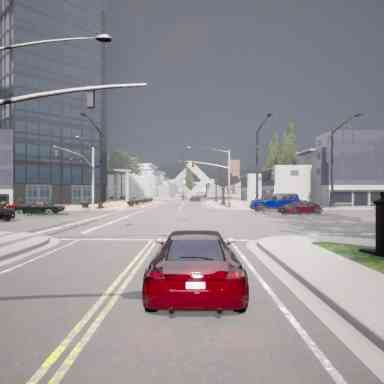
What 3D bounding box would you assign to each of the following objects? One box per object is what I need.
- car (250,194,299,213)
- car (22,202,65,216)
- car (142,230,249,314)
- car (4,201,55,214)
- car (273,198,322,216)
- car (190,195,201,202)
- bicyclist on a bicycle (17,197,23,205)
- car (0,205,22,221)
[{"bbox_3d":[9.341,1.220,37.191,5.566,2.045,2.150,0,0,3],"label":"car"},{"bbox_3d":[-15.371,1.702,33.348,4.718,1.301,1.895,-1,0,0],"label":"car"},{"bbox_3d":[0.075,1.564,7.685,1.994,1.385,4.181,0,0,0],"label":"car"},{"bbox_3d":[-17.897,1.729,36.827,4.718,1.301,1.895,-1,0,0],"label":"car"},{"bbox_3d":[10.530,1.561,32.541,4.181,1.385,1.994,0,0,-18],"label":"car"},{"bbox_3d":[0.785,1.524,77.306,1.812,1.442,4.674,0,0,12],"label":"car"},{"bbox_3d":[-21.975,1.466,42.578,0.582,1.620,1.656,-1,0,0],"label":"bicyclist on a bicycle"},{"bbox_3d":[-16.597,1.587,26.143,5.008,1.535,1.882,-1,0,0],"label":"car"}]
